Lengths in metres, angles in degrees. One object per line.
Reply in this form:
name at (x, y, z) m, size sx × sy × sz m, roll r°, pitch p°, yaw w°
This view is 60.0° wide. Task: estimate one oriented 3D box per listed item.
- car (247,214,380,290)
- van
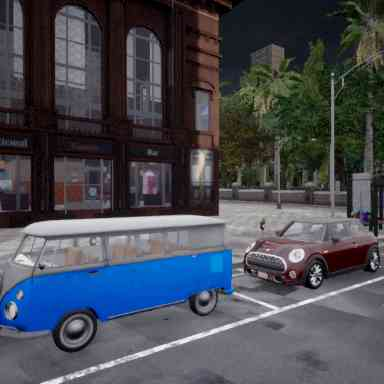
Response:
car at (3.287, 1.439, 9.040) m, size 4.097 × 1.590 × 1.967 m, roll 0°, pitch 0°, yaw -36°
van at (-1.114, 1.341, 5.866) m, size 3.998 × 1.788 × 1.690 m, roll 0°, pitch 0°, yaw -36°
